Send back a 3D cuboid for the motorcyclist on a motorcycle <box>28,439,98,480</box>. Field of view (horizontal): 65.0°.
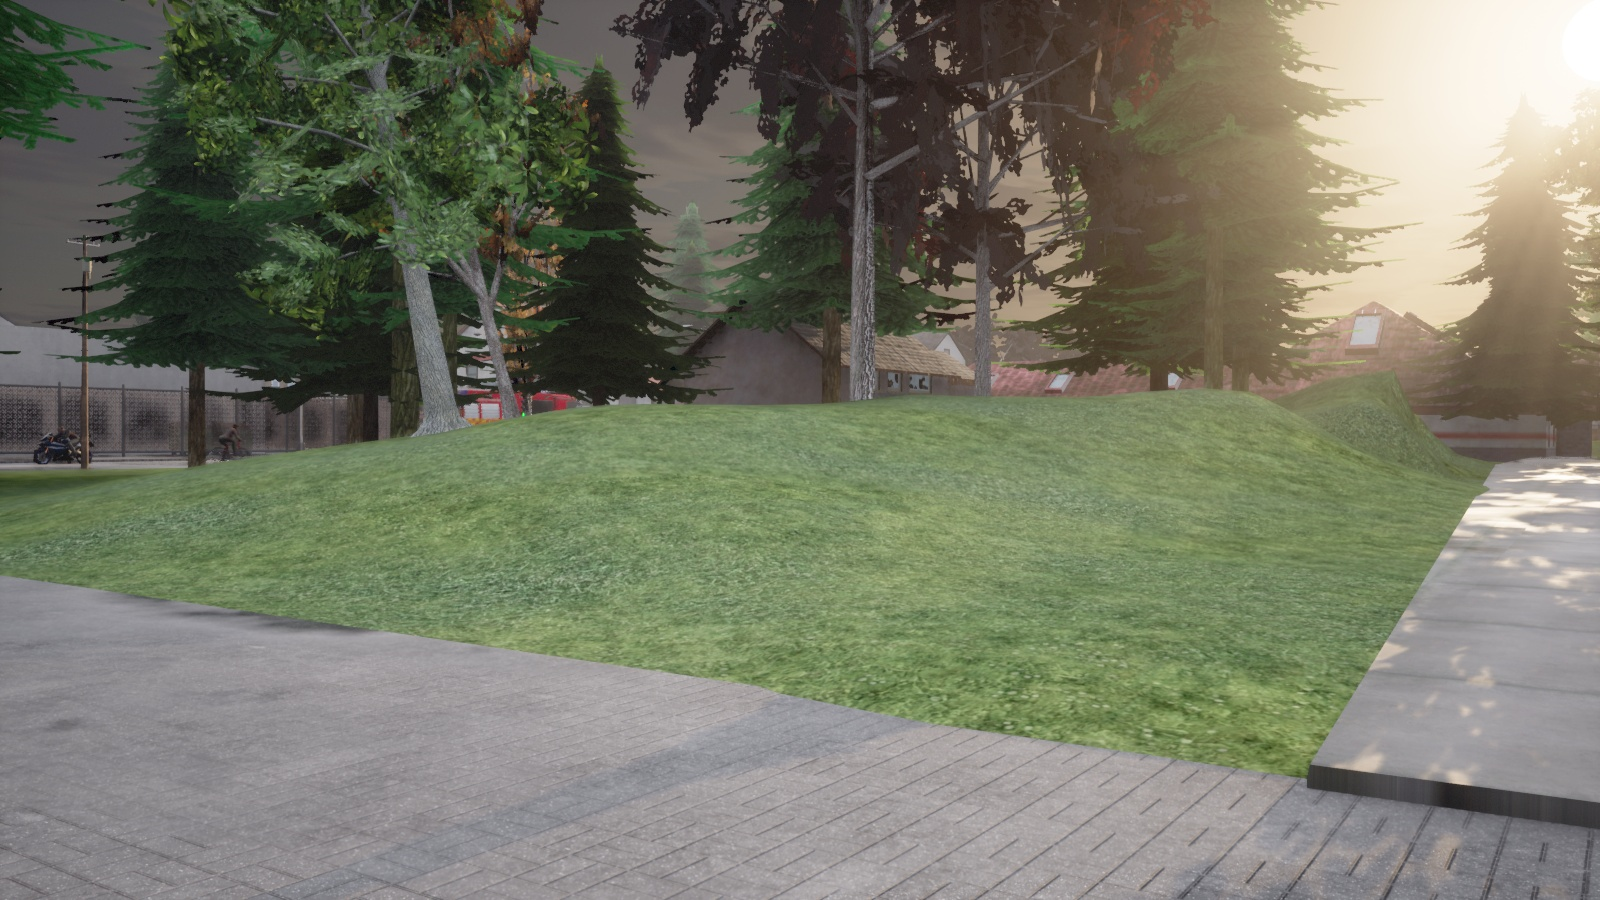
[{"bbox_3d":[-28.707,0.358,48.936,0.866,1.530,2.191,0,1,34],"label":"motorcyclist on a motorcycle"}]

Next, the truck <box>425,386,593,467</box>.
[{"bbox_3d":[-14.454,-1.164,63.122,2.891,3.827,8.468,0,1,34],"label":"truck"}]

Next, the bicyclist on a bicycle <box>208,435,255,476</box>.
[{"bbox_3d":[-22.848,0.202,50.523,0.582,1.620,1.656,0,0,34],"label":"bicyclist on a bicycle"}]
